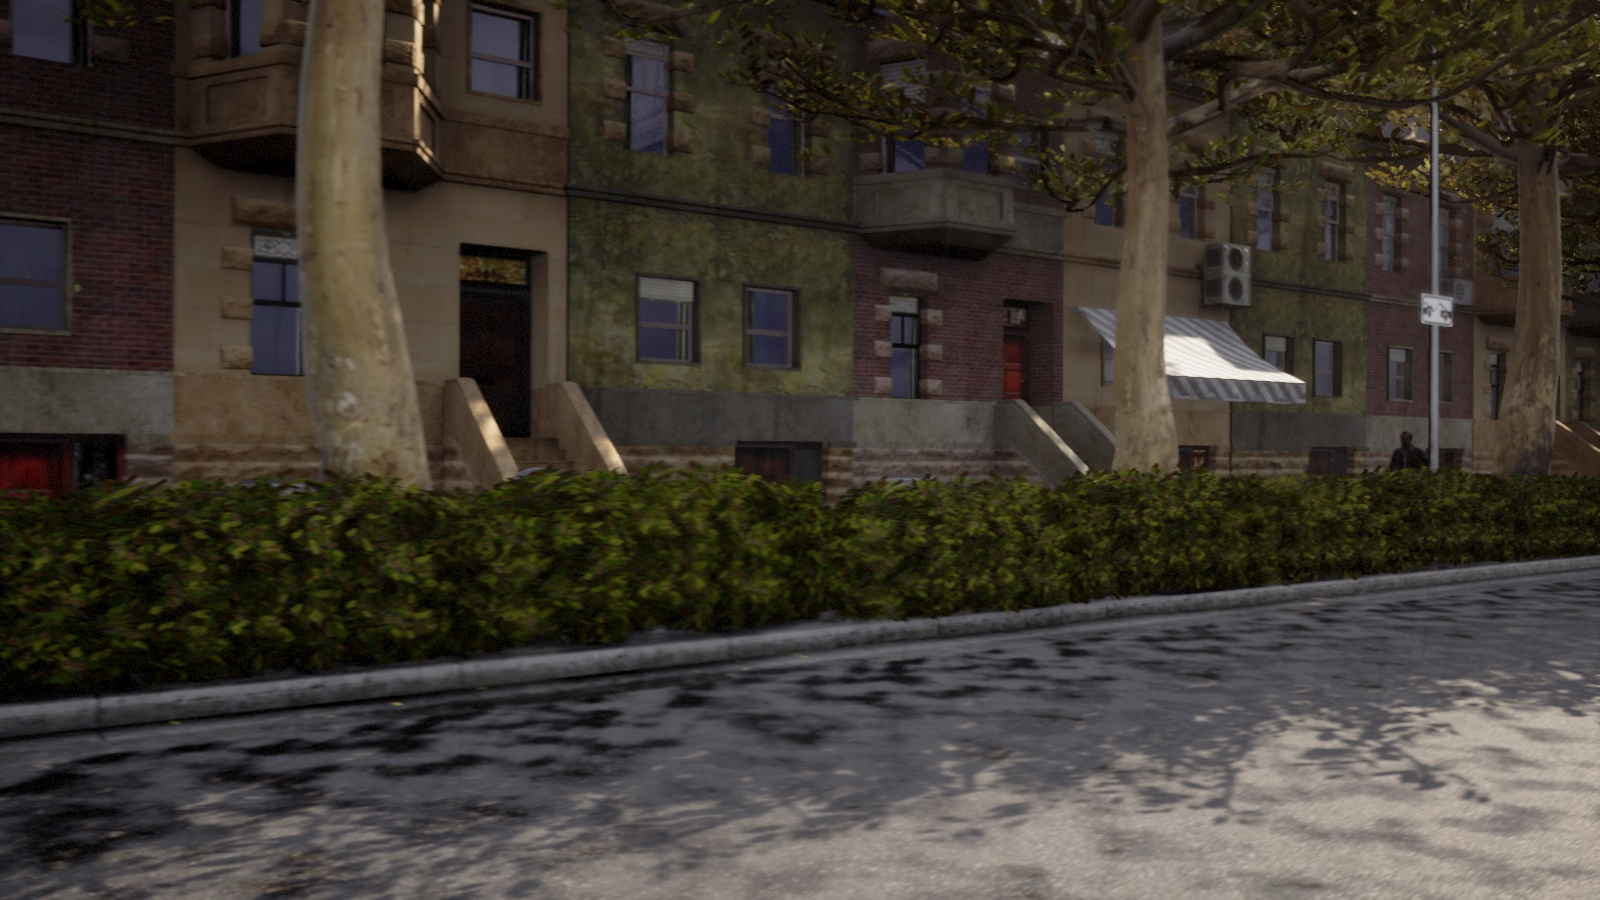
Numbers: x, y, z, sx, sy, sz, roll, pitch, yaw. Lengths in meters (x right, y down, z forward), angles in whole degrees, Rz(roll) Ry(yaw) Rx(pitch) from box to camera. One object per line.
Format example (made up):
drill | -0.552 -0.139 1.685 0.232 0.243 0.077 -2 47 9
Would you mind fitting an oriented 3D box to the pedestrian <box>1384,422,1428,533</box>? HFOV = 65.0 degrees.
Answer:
pedestrian | 10.333 0.464 21.395 0.720 1.854 0.376 0 0 -36
